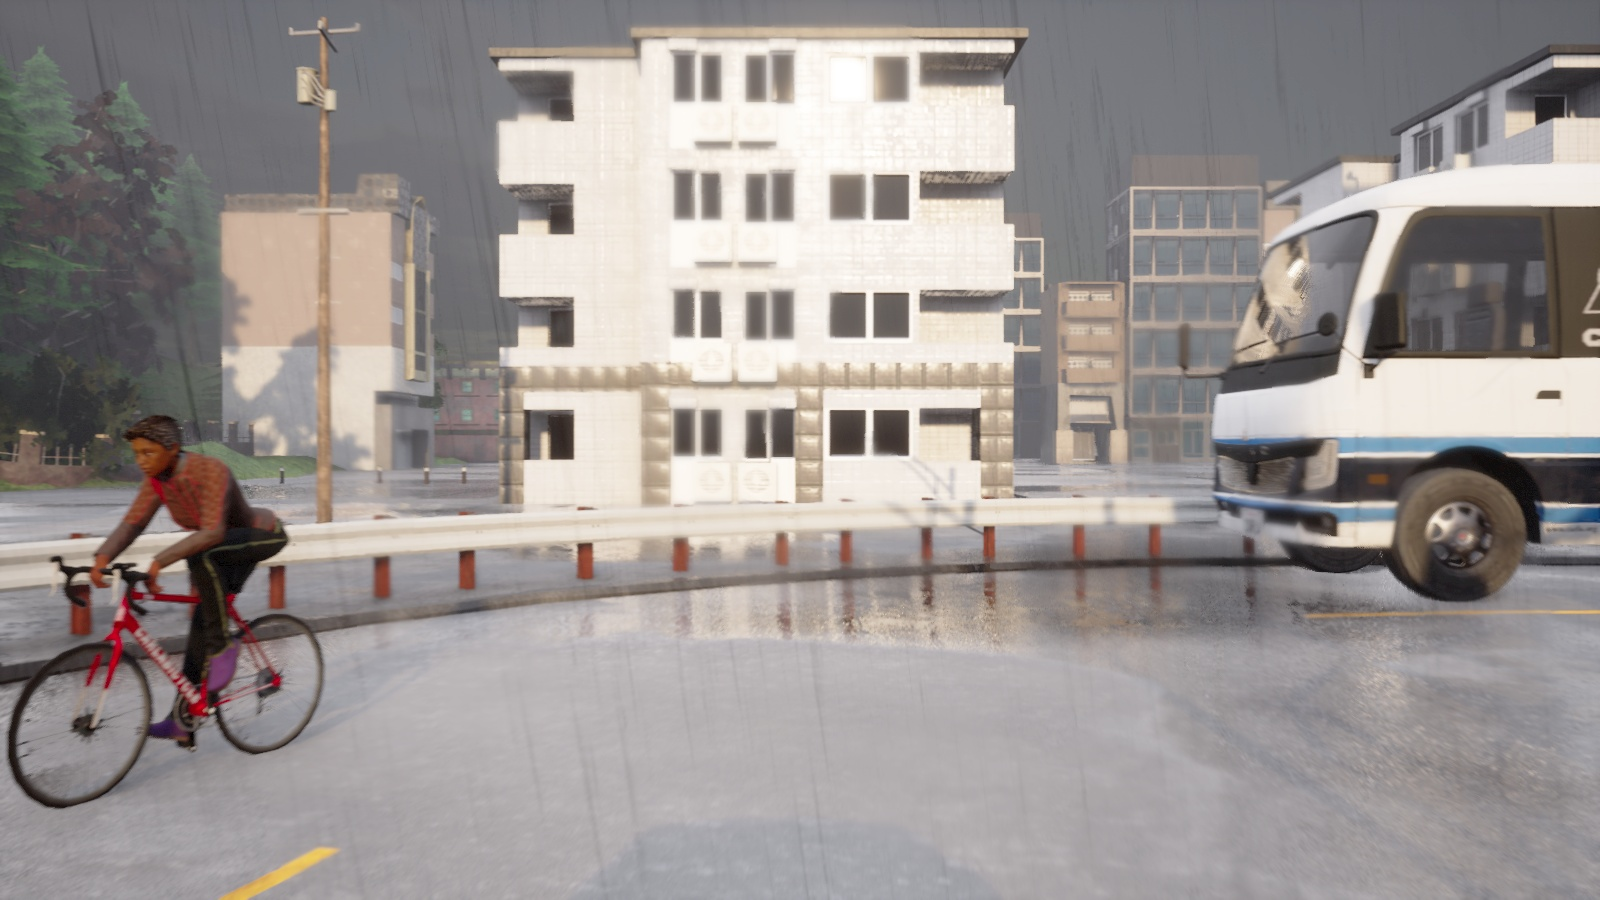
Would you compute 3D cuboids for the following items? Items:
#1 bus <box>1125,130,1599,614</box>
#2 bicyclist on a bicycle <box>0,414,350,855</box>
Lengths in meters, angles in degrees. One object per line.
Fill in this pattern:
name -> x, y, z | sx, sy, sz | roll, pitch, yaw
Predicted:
bus -> 9.047, -0.687, 13.082 | 10.273, 4.253, 3.944 | 0, 0, -1
bicyclist on a bicycle -> -2.804, 0.665, 5.475 | 0.582, 1.620, 1.656 | 2, 1, 24
